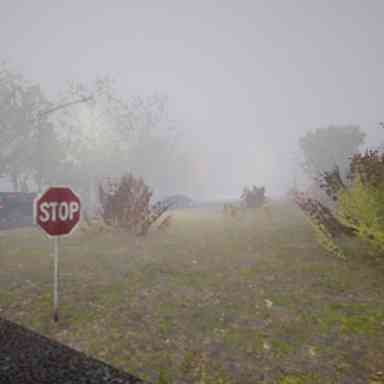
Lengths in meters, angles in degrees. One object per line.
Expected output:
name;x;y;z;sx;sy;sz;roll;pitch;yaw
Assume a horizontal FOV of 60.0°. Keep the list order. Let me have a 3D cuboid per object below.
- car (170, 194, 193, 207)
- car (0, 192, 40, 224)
car;-1.597;1.070;42.457;1.837;1.490;4.892;1;1;29
car;-11.710;1.016;23.568;2.150;2.045;5.566;1;1;27
